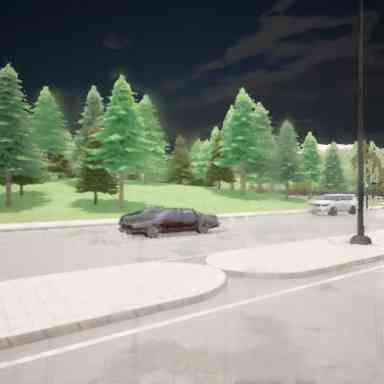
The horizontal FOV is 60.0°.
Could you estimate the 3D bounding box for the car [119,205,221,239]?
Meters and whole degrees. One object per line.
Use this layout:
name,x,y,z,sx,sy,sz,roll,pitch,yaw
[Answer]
car,-1.003,1.523,17.310,5.357,1.411,2.033,0,0,-35

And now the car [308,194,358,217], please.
car,13.451,1.196,31.532,5.566,2.045,2.150,1,0,-34

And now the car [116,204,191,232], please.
car,-2.343,1.535,20.628,4.181,1.385,1.994,0,0,-35
